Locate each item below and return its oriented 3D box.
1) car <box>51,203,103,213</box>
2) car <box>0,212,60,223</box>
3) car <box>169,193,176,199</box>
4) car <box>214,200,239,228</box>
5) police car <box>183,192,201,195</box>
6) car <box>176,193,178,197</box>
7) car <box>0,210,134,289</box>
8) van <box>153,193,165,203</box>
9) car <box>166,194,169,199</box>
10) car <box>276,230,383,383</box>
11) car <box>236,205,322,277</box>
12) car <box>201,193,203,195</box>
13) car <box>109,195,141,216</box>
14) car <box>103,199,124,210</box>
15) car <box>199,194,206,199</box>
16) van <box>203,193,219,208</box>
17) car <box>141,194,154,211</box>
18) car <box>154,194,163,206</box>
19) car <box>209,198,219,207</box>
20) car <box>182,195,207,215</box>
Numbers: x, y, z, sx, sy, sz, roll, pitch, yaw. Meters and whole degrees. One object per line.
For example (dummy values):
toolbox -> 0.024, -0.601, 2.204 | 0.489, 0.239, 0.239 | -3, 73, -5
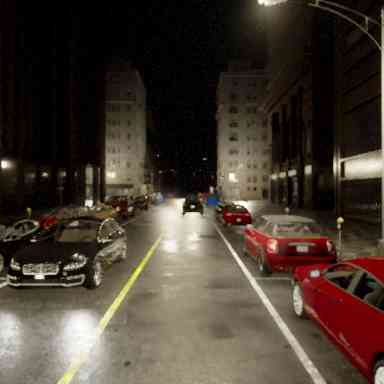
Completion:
car -> -5.848, 1.369, 15.617 | 1.967, 1.590, 4.097 | 1, 0, 0
car -> -5.849, 1.520, 9.994 | 1.947, 1.339, 4.313 | 1, 0, 0
car -> -5.849, 1.171, 87.595 | 1.802, 1.307, 4.206 | 1, 0, 0
car -> 2.677, 1.447, 21.250 | 1.887, 1.381, 4.507 | 1, 0, 0
police car -> 0.003, 1.181, 52.084 | 1.930, 1.638, 5.238 | 0, 0, 0
car -> -5.849, 1.130, 93.245 | 1.947, 1.339, 4.313 | 1, 0, 0
car -> -3.035, 1.465, 9.112 | 1.837, 1.490, 4.892 | 0, 0, 1
van -> -5.846, 1.083, 54.987 | 1.690, 1.788, 3.998 | 1, 0, 0
car -> -5.849, 1.260, 60.612 | 1.887, 1.381, 4.507 | 1, 0, 0
car -> 2.677, 1.524, 4.376 | 1.887, 1.381, 4.507 | 1, 0, 0
car -> 2.678, 1.394, 10.001 | 1.967, 1.590, 4.097 | 1, 0, 0
car -> 2.679, 1.057, 54.996 | 2.192, 1.841, 5.009 | 1, 0, 0
car -> -5.846, 1.191, 26.865 | 2.192, 1.841, 5.009 | 1, 0, 0
car -> -5.849, 1.429, 21.072 | 1.752, 1.417, 4.829 | 1, 0, 0
car -> 2.676, 1.170, 87.604 | 1.802, 1.307, 4.206 | 1, 0, 0
van -> 2.679, 1.136, 43.747 | 1.690, 1.788, 3.998 | 1, 0, 0
car -> -5.847, 1.263, 38.115 | 1.967, 1.590, 4.097 | 1, 0, 0
car -> -5.849, 1.351, 49.363 | 1.802, 1.307, 4.206 | 1, 0, 0
car -> 2.677, 1.426, 26.875 | 2.008, 1.369, 4.403 | 1, 0, 0
car -> 0.084, 1.354, 32.204 | 2.163, 1.488, 4.792 | 0, 0, 0
